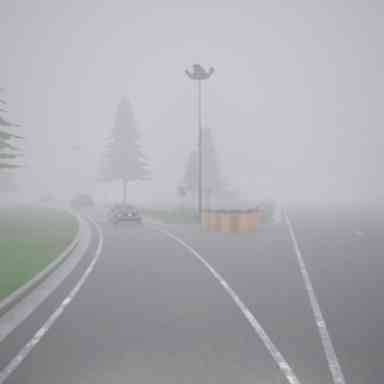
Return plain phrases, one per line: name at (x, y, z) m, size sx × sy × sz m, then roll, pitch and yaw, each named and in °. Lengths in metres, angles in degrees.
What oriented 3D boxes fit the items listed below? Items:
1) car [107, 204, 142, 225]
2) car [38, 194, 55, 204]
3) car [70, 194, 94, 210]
car at (-4.983, 1.556, 24.242) m, size 2.033 × 1.411 × 5.357 m, roll 0°, pitch 0°, yaw -21°
car at (-28.708, 1.319, 65.516) m, size 2.150 × 2.045 × 5.566 m, roll 0°, pitch 0°, yaw -35°
car at (-14.966, 1.264, 45.156) m, size 2.150 × 2.045 × 5.566 m, roll 0°, pitch 0°, yaw -30°
